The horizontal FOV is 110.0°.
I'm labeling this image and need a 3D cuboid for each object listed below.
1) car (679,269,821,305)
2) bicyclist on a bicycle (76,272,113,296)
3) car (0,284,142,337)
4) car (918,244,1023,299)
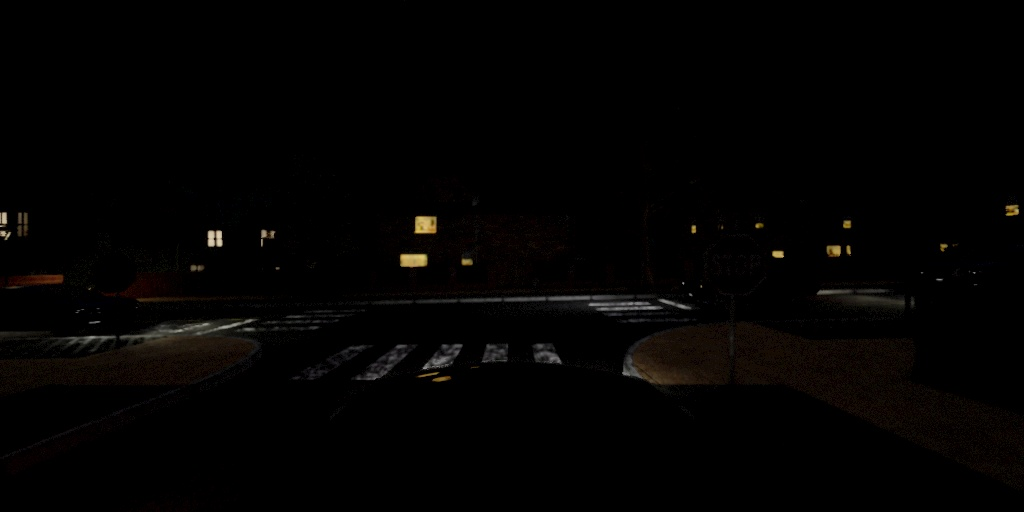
[{"bbox_3d":[9.413,1.193,14.496,4.718,1.301,1.895,-1,0,0],"label":"car"},{"bbox_3d":[-20.179,1.579,17.316,0.582,1.620,1.656,-1,1,0],"label":"bicyclist on a bicycle"},{"bbox_3d":[-14.933,1.658,11.481,5.008,1.535,1.882,-1,0,0],"label":"car"},{"bbox_3d":[20.067,0.563,14.522,5.566,2.045,2.150,-1,0,0],"label":"car"}]
